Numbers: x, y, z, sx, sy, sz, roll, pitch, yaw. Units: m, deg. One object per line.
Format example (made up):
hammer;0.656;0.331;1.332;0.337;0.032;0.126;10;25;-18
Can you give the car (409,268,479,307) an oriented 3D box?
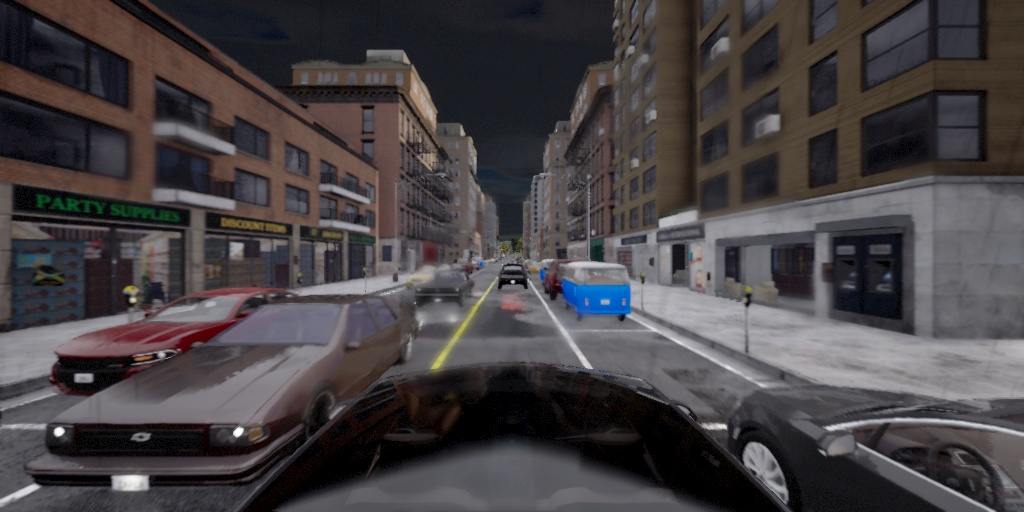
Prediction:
car;-2.765;1.357;15.643;1.895;1.301;4.718;0;0;1

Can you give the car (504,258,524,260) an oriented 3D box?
car;0.081;1.332;43.933;1.994;1.385;4.181;0;0;0

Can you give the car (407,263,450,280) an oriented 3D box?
car;-5.406;1.285;22.823;1.751;1.417;4.829;0;0;0

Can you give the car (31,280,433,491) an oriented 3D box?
car;-2.830;1.299;5.324;2.033;1.411;5.357;0;0;0

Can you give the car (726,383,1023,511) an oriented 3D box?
car;2.700;1.301;1.371;2.007;1.370;4.403;0;0;0

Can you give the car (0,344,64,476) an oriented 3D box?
car;-5.405;1.315;1.367;1.948;1.339;4.313;0;0;0

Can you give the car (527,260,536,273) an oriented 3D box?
car;2.653;1.292;39.385;1.751;1.417;4.829;0;0;0

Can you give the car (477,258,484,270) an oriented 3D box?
car;-5.408;1.353;50.023;1.802;1.307;4.207;0;0;0

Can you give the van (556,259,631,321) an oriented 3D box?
van;2.686;1.096;12.183;1.690;1.789;3.998;0;0;0

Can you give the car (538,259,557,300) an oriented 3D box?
car;2.680;1.072;17.590;2.192;1.841;5.009;0;0;0

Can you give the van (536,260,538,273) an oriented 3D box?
van;2.673;1.100;22.996;1.690;1.789;3.998;0;0;0

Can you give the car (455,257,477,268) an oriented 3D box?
car;-5.407;1.081;39.211;2.192;1.841;5.009;0;0;0

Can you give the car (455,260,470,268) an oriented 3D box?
car;-5.407;1.330;33.804;1.948;1.339;4.313;0;0;0

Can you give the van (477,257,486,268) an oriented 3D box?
van;-5.408;1.114;55.429;1.690;1.789;3.998;0;0;0

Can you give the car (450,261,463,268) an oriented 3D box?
car;-5.406;1.312;28.398;2.007;1.370;4.403;0;0;0

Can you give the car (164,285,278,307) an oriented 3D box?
car;-5.405;1.297;6.773;1.888;1.381;4.507;0;0;0

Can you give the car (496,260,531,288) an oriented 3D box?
car;0.064;1.267;23.690;1.837;1.490;4.892;0;1;0
